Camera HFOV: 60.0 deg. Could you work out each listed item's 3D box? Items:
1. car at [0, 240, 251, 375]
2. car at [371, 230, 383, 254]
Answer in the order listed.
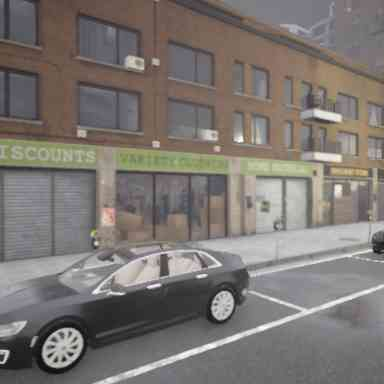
[{"bbox_3d":[-0.963,1.544,5.501,4.403,1.369,2.008,0,0,-35],"label":"car"},{"bbox_3d":[8.291,1.522,12.098,4.313,1.339,1.947,0,0,-35],"label":"car"}]
